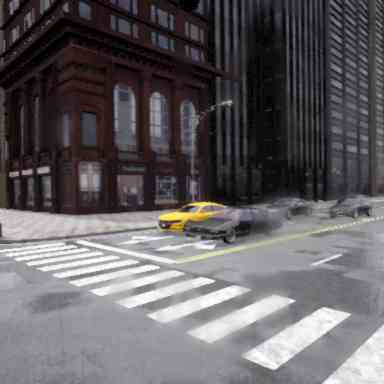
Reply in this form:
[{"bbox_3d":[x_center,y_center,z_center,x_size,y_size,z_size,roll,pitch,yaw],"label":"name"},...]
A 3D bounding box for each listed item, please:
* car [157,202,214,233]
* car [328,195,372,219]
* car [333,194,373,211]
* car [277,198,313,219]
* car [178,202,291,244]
[{"bbox_3d":[0.360,1.339,18.125,5.008,1.535,1.882,-1,0,-45],"label":"car"},{"bbox_3d":[11.895,1.164,24.929,4.892,1.490,1.837,-3,2,-45],"label":"car"},{"bbox_3d":[16.606,1.033,34.119,4.902,1.511,2.128,-2,1,-45],"label":"car"},{"bbox_3d":[7.312,1.218,24.975,4.902,1.511,2.128,-1,0,-45],"label":"car"},{"bbox_3d":[2.131,1.400,15.305,5.357,1.411,2.033,-1,0,-45],"label":"car"}]
